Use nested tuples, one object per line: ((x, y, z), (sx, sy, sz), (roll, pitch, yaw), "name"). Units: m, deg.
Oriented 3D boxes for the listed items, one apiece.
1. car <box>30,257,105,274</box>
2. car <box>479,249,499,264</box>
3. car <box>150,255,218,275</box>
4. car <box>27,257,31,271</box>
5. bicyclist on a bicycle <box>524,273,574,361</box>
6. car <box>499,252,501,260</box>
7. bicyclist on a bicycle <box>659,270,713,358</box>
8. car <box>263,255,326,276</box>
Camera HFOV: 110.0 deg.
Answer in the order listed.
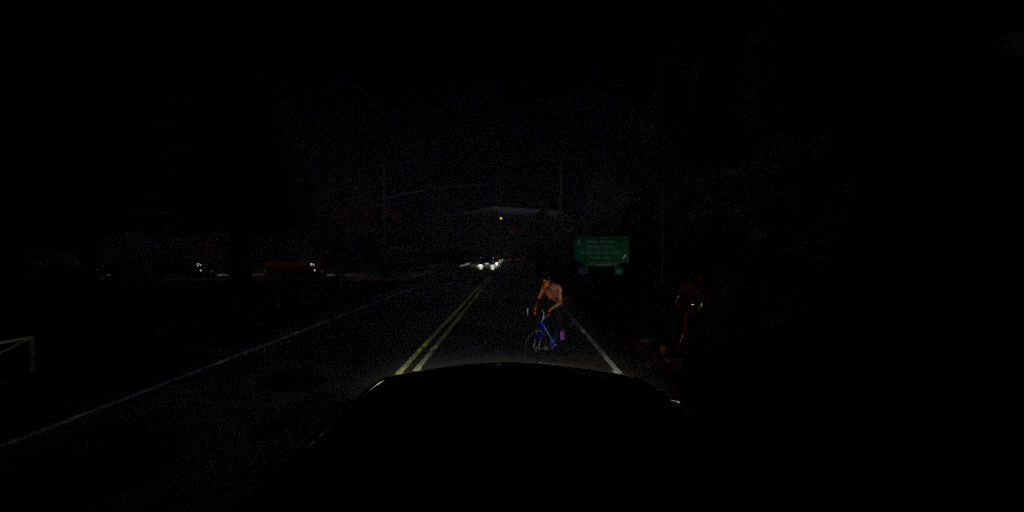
((-37.811, 0.863, 30.832), (4.674, 1.442, 1.812), (0, 1, 4), "car")
((-3.313, 0.217, 49.676), (2.097, 1.767, 4.553), (0, 1, 1), "car")
((-27.742, 0.707, 30.463), (4.553, 1.767, 2.097), (0, 1, 1), "car")
((-47.795, 0.786, 35.626), (5.357, 1.411, 2.033), (0, 1, 9), "car")
((0.714, 1.117, 6.485), (0.582, 1.620, 1.656), (1, 2, 39), "bicyclist on a bicycle")
((-3.198, 0.296, 58.916), (1.895, 1.301, 4.718), (0, 1, 1), "car")
((2.804, 1.031, 5.753), (0.582, 1.620, 1.656), (17, -14, 33), "bicyclist on a bicycle")
((-18.301, 0.719, 30.352), (4.553, 1.767, 2.097), (0, 1, 1), "car")
